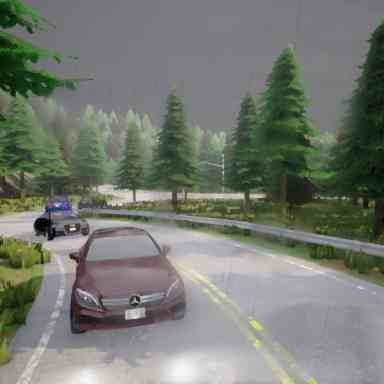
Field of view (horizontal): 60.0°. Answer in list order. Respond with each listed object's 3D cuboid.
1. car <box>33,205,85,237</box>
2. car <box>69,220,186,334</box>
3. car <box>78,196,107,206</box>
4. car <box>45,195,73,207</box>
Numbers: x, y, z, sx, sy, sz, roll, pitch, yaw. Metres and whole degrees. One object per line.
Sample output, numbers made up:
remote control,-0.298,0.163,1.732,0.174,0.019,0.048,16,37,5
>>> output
car,-7.046,1.663,17.778,1.994,1.385,4.181,-4,2,-38
car,-1.518,1.522,7.069,1.812,1.442,4.674,-2,0,-17
car,-12.696,1.286,42.813,2.097,1.767,4.553,2,2,13
car,-12.845,1.324,32.224,2.150,2.045,5.566,-1,0,-18
